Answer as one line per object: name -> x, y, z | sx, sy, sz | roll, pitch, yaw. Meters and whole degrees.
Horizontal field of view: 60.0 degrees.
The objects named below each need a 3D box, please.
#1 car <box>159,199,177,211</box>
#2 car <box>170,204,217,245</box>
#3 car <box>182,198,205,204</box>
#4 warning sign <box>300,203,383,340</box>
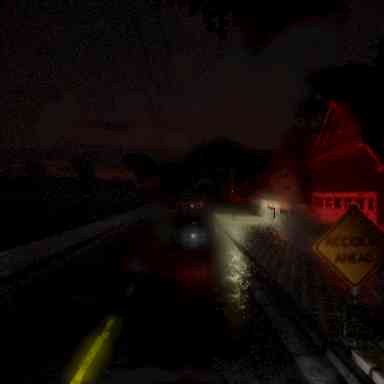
car -> -2.840, 1.563, 40.365 | 2.033, 1.411, 5.357 | 0, 0, 0
car -> 0.096, 1.528, 15.637 | 1.837, 1.490, 4.892 | 0, 0, 0
car -> 0.096, 1.373, 31.006 | 2.097, 1.767, 4.553 | 0, 0, 0
warning sign -> 2.509, 1.127, 5.166 | 1.300, 1.860, 1.060 | -1, -1, 0
